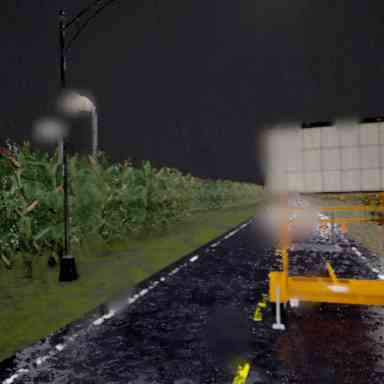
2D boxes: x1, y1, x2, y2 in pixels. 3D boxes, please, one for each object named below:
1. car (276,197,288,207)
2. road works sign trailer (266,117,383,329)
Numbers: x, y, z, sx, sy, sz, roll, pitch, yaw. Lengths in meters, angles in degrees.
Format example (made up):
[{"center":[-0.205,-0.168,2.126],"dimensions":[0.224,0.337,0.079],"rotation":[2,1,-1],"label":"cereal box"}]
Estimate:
[{"center":[14.401,1.534,53.155],"dimensions":[1.812,1.442,4.674],"rotation":[-2,-1,17],"label":"car"},{"center":[2.744,0.429,6.540],"dimensions":[2.380,3.560,2.880],"rotation":[-2,0,17],"label":"road works sign trailer"}]
